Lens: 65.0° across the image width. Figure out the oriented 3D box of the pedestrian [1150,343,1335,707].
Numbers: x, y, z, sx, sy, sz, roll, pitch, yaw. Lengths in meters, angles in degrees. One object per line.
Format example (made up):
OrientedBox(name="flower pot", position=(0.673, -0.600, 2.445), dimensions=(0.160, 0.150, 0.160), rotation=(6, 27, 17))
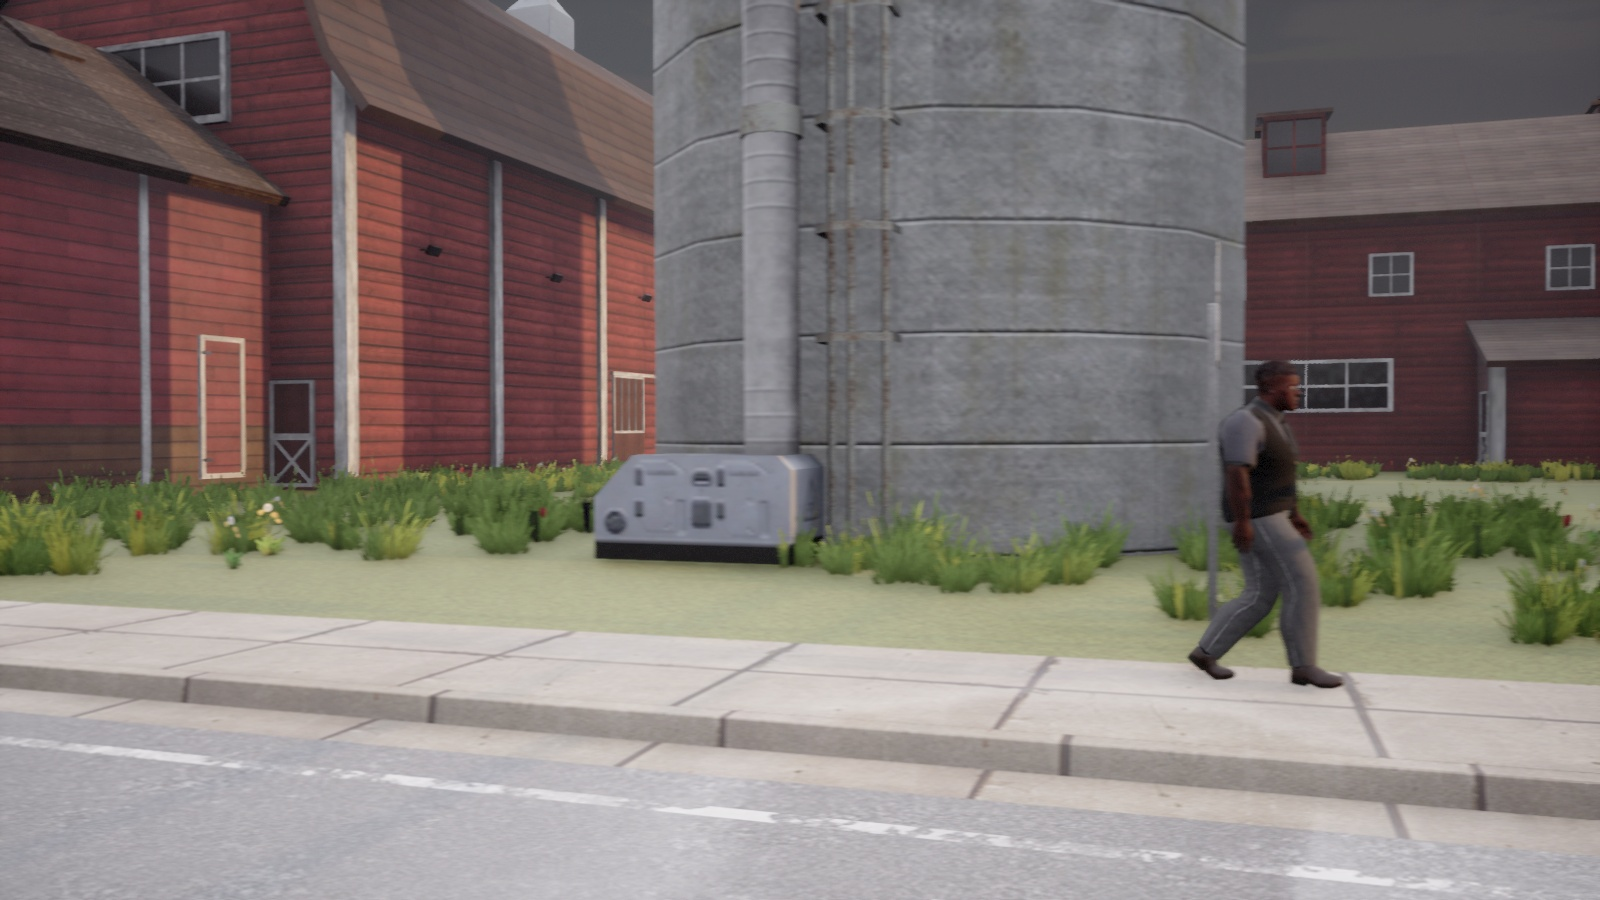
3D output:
OrientedBox(name="pedestrian", position=(2.447, 0.380, 6.943), dimensions=(0.849, 1.883, 0.563), rotation=(1, 1, 31))
